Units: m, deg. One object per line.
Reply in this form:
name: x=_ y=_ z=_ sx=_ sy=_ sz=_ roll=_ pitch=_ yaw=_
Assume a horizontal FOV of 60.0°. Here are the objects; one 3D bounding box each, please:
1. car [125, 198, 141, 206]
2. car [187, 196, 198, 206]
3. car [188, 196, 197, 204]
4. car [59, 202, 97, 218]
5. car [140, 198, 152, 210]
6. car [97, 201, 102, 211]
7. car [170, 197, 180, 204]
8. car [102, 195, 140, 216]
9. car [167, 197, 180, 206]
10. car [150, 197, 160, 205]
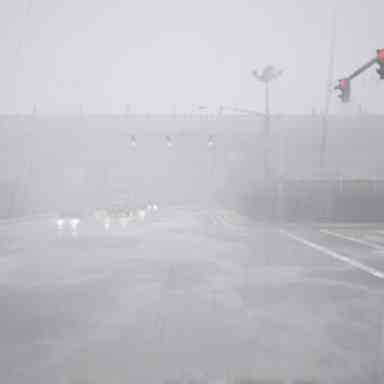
car: x=-10.503 y=1.712 z=59.473 sx=1.994 sy=1.385 sz=4.181 roll=0 pitch=0 yaw=0
car: x=0.007 y=1.626 z=59.645 sx=1.882 sy=1.535 sz=5.008 roll=0 pitch=0 yaw=0
car: x=0.008 y=1.673 z=70.001 sx=1.837 sy=1.490 sz=4.892 roll=0 pitch=0 yaw=0
car: x=-10.587 y=1.640 z=30.571 sx=1.994 sy=1.385 sz=4.181 roll=0 pitch=0 yaw=0
car: x=-7.065 y=1.713 z=44.947 sx=1.895 sy=1.301 sz=4.718 roll=0 pitch=0 yaw=0
car: x=-10.579 y=1.667 z=41.518 sx=1.994 sy=1.385 sz=4.181 roll=0 pitch=0 yaw=0
car: x=-3.492 y=1.768 z=70.031 sx=1.895 sy=1.301 sz=4.718 roll=0 pitch=0 yaw=0
car: x=-7.090 y=1.306 z=33.961 sx=2.150 sy=2.045 sz=5.566 roll=0 pitch=0 yaw=0
car: x=-3.493 y=1.713 z=60.009 sx=1.994 sy=1.385 sz=4.181 roll=0 pitch=0 yaw=0
car: x=-6.999 y=1.645 z=61.299 sx=2.128 sy=1.511 sz=4.902 roll=0 pitch=0 yaw=0
